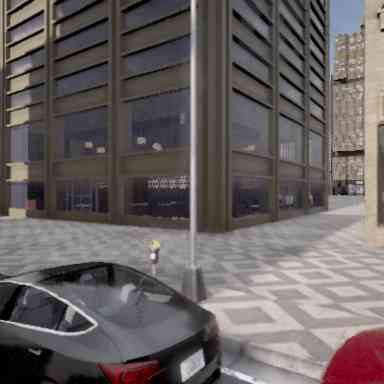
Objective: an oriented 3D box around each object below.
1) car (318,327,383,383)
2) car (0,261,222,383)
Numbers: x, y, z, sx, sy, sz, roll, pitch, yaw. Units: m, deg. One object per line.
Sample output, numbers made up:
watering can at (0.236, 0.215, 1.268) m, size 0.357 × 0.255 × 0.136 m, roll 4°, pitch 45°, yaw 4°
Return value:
car at (2.879, 1.311, 0.913) m, size 5.009 × 1.841 × 2.192 m, roll 0°, pitch 0°, yaw 35°
car at (-1.688, 1.569, 4.157) m, size 4.313 × 1.339 × 1.947 m, roll 0°, pitch 0°, yaw 35°
